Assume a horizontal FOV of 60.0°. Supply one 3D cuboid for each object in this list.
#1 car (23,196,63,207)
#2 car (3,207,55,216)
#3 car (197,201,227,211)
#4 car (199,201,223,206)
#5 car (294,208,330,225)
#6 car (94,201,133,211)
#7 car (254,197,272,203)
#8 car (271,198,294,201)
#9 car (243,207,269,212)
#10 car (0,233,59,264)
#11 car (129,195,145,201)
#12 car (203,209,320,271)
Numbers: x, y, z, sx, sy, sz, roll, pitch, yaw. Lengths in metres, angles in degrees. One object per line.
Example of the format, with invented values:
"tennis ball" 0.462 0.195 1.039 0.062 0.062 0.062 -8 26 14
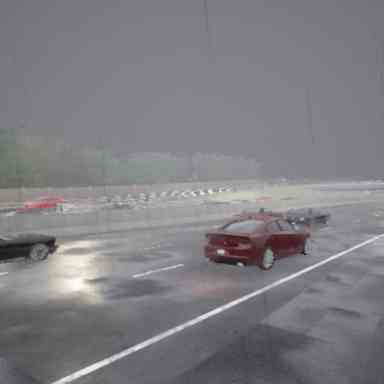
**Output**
"car" -19.667 1.668 44.070 2.150 2.045 5.566 -1 1 23
"car" -11.612 1.978 22.069 1.812 1.442 4.674 -2 -1 41
"car" 3.055 2.055 50.016 1.895 1.301 4.718 -2 -1 41
"car" 2.090 1.894 38.089 1.837 1.490 4.892 -2 -1 41
"car" 7.965 1.745 23.106 1.895 1.301 4.718 -2 -1 40
"car" -8.620 2.084 36.325 1.837 1.490 4.892 -2 -1 41
"car" 13.462 1.698 62.265 2.097 1.767 4.553 -2 -1 41
"car" 15.160 1.740 53.433 1.837 1.490 4.892 -2 -1 41
"car" 5.203 1.817 25.260 1.895 1.301 4.718 -2 -1 40
"car" -7.001 1.839 11.020 1.895 1.301 4.718 -2 -1 41
"car" -10.896 1.350 63.421 2.033 1.411 5.357 -1 2 26
"car" 2.446 1.570 11.432 1.882 1.535 5.008 -2 -1 41
